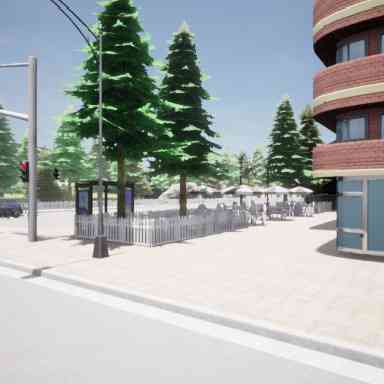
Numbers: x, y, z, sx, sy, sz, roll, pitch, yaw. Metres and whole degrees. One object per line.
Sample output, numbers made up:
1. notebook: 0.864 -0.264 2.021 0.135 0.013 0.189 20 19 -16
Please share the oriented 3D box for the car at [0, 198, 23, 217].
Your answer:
1. car: -17.160 1.297 28.513 2.097 1.767 4.553 0 0 36
